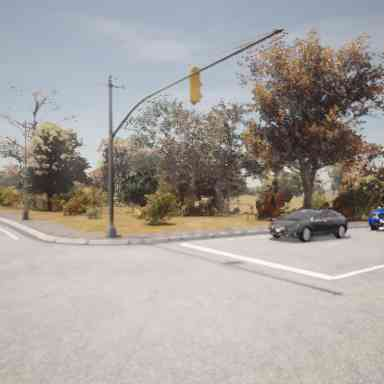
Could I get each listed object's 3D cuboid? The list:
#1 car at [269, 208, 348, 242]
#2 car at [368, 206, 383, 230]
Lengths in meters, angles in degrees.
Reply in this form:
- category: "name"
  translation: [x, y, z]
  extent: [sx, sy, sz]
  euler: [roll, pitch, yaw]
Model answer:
- category: "car"
  translation: [5.968, 1.593, 16.832]
  extent: [4.892, 1.490, 1.837]
  euler: [1, -1, -35]
- category: "car"
  translation: [14.403, 1.634, 22.852]
  extent: [5.566, 2.045, 2.150]
  euler: [3, -2, -36]
